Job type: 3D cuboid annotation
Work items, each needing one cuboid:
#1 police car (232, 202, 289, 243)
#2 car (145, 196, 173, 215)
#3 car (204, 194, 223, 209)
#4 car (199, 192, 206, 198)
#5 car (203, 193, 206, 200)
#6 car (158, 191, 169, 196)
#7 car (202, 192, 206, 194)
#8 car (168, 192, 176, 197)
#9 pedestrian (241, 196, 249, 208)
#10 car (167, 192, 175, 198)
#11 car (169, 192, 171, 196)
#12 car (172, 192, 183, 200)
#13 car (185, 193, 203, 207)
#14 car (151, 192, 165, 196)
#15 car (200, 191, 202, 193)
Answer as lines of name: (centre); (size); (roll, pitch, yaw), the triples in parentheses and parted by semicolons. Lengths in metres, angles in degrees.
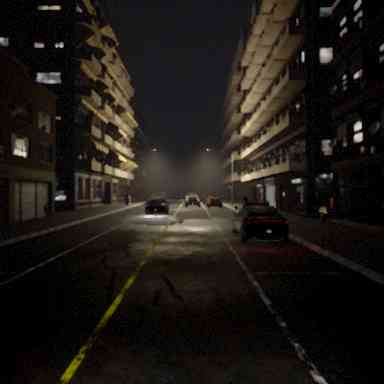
police car: (3.001, 1.297, 15.508); (1.930, 1.638, 5.238); (0, 0, 0)
car: (-3.092, 1.314, 30.285); (1.994, 1.385, 4.181); (0, 0, 0)
car: (2.709, 1.199, 39.659); (1.752, 1.417, 4.829); (1, 0, 0)
car: (2.726, 0.790, 89.798); (1.752, 1.417, 4.829); (1, 0, 0)
car: (2.709, 1.211, 45.061); (1.802, 1.307, 4.206); (1, 0, 0)
car: (-5.665, 0.853, 56.241); (2.192, 1.841, 5.009); (1, 0, 0)
car: (2.712, 1.075, 61.773); (1.802, 1.307, 4.206); (1, 0, 0)
car: (-5.661, 0.787, 95.240); (1.947, 1.339, 4.313); (1, 0, 0)
pedestrian: (3.004, 1.140, 18.529); (0.375, 1.860, 0.375); (1, 0, -5)
car: (-5.662, 0.793, 89.499); (1.752, 1.417, 4.829); (1, 0, 0)
car: (-5.664, 0.808, 61.813); (2.192, 1.841, 5.009); (1, 0, 0)
car: (-2.987, 0.867, 70.671); (1.837, 1.490, 4.892); (0, 0, 0)
car: (0.092, 1.176, 42.590); (1.812, 1.442, 4.674); (0, 0, 0)
car: (-5.670, 1.150, 50.673); (1.947, 1.339, 4.313); (1, 0, 0)
car: (0.010, 0.926, 51.864); (2.097, 1.767, 4.553); (0, 0, 0)
